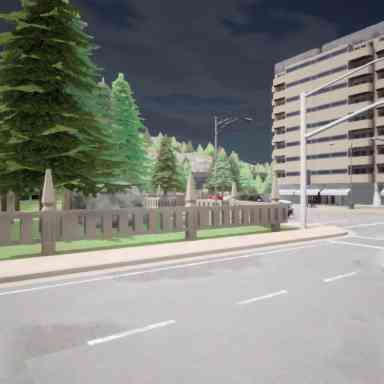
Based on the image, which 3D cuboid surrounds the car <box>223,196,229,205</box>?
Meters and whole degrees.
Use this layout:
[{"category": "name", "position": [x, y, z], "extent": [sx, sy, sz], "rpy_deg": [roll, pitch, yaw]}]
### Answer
[{"category": "car", "position": [2.601, 1.545, 42.042], "extent": [1.895, 1.301, 4.718], "rpy_deg": [0, 0, -20]}]

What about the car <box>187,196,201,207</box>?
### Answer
[{"category": "car", "position": [0.240, 1.449, 52.158], "extent": [1.837, 1.490, 4.892], "rpy_deg": [0, 0, -5]}]

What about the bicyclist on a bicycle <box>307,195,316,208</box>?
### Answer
[{"category": "bicyclist on a bicycle", "position": [15.252, 1.245, 42.431], "extent": [1.656, 1.620, 0.582], "rpy_deg": [0, 0, -29]}]

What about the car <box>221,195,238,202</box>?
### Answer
[{"category": "car", "position": [8.518, 1.469, 75.156], "extent": [1.812, 1.442, 4.674], "rpy_deg": [0, 0, 32]}]

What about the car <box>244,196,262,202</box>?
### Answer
[{"category": "car", "position": [14.233, 1.540, 77.266], "extent": [1.895, 1.301, 4.718], "rpy_deg": [0, 0, 40]}]

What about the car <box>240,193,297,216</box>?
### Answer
[{"category": "car", "position": [7.409, 1.166, 32.889], "extent": [2.150, 2.045, 5.566], "rpy_deg": [0, 0, -32]}]

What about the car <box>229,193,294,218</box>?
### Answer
[{"category": "car", "position": [6.022, 1.166, 28.626], "extent": [2.150, 2.045, 5.566], "rpy_deg": [0, 0, -33]}]

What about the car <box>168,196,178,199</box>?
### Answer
[{"category": "car", "position": [-2.823, 1.422, 49.200], "extent": [1.882, 1.535, 5.008], "rpy_deg": [0, 0, -8]}]

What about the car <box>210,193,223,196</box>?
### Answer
[{"category": "car", "position": [4.736, 1.166, 65.202], "extent": [2.150, 2.045, 5.566], "rpy_deg": [0, 0, 14]}]

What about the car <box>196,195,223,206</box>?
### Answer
[{"category": "car", "position": [1.056, 1.422, 37.204], "extent": [1.882, 1.535, 5.008], "rpy_deg": [0, 0, -26]}]
